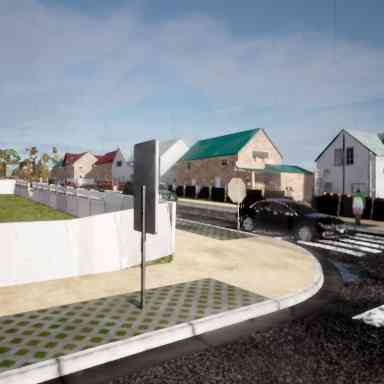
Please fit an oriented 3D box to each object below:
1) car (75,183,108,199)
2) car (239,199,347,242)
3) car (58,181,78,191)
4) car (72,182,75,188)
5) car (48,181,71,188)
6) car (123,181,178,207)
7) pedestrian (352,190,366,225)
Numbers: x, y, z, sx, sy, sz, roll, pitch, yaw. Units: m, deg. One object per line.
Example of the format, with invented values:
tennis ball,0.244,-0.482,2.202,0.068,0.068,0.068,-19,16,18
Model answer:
car,-10.065,-0.057,33.989,1.837,1.490,4.892,0,2,-35
car,4.080,1.095,14.277,1.837,1.490,4.892,0,3,-39
car,-19.489,-0.985,52.268,1.812,1.442,4.674,0,2,-35
car,-13.893,-0.506,44.426,2.033,1.411,5.357,0,2,-35
car,-18.845,-1.033,46.590,2.033,1.411,5.357,0,2,-35
car,-3.197,0.226,24.249,2.150,2.045,5.566,0,2,-35
pedestrian,8.733,0.771,17.505,0.375,1.860,0.375,4,-2,-35
